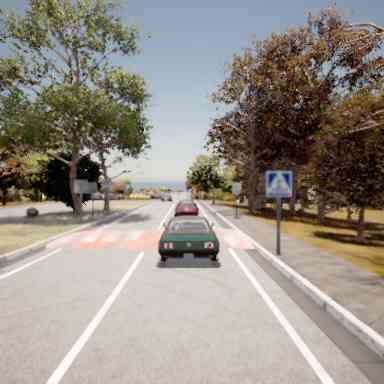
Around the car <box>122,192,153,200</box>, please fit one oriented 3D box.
[{"bbox_3d":[-11.482,1.066,70.448,5.366,1.575,1.946,0,-1,-1],"label":"car"}]

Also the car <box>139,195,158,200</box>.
[{"bbox_3d":[-12.107,1.541,92.629,5.008,1.535,2.097,0,-1,-1],"label":"car"}]

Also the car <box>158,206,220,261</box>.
[{"bbox_3d":[-0.119,1.504,12.098,1.895,1.301,4.718,0,3,-1],"label":"car"}]

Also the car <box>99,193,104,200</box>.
[{"bbox_3d":[-24.960,1.300,81.483,4.892,1.521,2.231,0,-1,-1],"label":"car"}]

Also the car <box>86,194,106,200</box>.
[{"bbox_3d":[-25.043,1.303,87.024,4.553,1.767,2.185,0,-1,-1],"label":"car"}]

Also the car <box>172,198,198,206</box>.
[{"bbox_3d":[-0.428,1.320,28.107,1.994,1.385,4.181,0,1,-1],"label":"car"}]

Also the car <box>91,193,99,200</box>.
[{"bbox_3d":[-24.886,0.925,75.954,5.566,2.045,2.435,0,-1,-1],"label":"car"}]

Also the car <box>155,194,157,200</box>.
[{"bbox_3d":[-11.857,1.029,81.536,5.566,2.045,2.435,0,-1,-1],"label":"car"}]

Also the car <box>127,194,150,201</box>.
[{"bbox_3d":[-11.727,1.112,73.212,4.892,1.521,2.231,0,-1,-1],"label":"car"}]

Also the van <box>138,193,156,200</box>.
[{"bbox_3d":[-12.165,1.250,89.857,4.442,1.987,1.878,0,-1,-1],"label":"van"}]

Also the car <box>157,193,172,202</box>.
[{"bbox_3d":[-4.382,1.003,57.831,2.128,1.511,4.902,0,0,-1],"label":"car"}]
